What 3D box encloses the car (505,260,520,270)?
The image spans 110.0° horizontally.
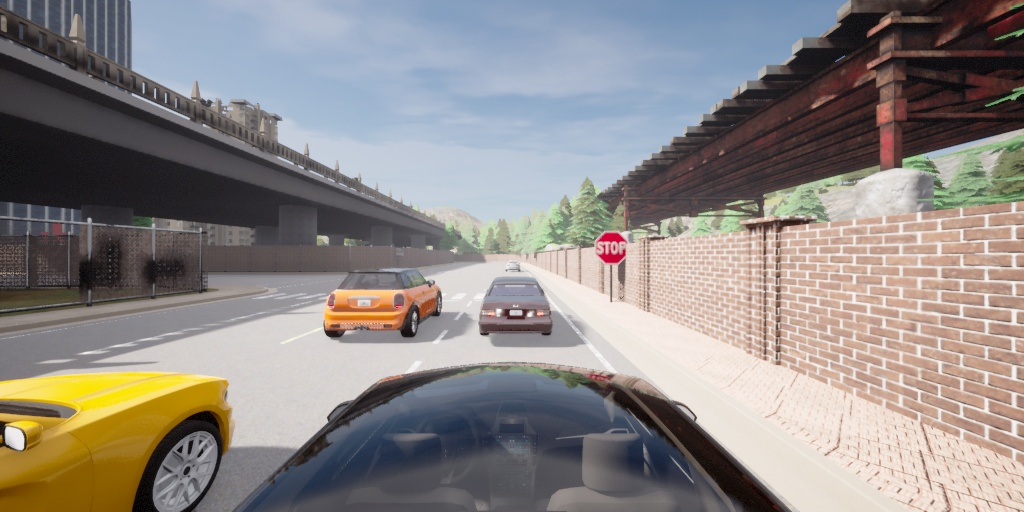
[{"bbox_3d":[0.114,1.276,46.284,1.812,1.442,4.674,0,0,-1],"label":"car"}]

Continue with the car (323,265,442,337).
[{"bbox_3d":[-3.414,1.102,10.393,2.097,1.767,4.553,0,0,0],"label":"car"}]

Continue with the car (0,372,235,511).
[{"bbox_3d":[-3.398,1.228,1.136,1.882,1.535,5.008,0,0,0],"label":"car"}]

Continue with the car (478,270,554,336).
[{"bbox_3d":[0.088,1.297,10.412,2.033,1.411,5.357,0,0,0],"label":"car"}]
